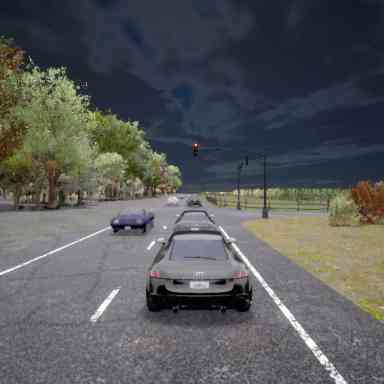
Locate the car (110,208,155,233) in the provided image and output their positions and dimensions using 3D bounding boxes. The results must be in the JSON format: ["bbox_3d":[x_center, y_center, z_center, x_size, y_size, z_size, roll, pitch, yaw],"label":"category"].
[{"bbox_3d":[-3.357,1.606,19.770,1.895,1.301,4.718,0,0,0],"label":"car"}]

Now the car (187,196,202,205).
[{"bbox_3d":[0.321,1.357,52.165,2.097,1.767,4.553,0,0,-4],"label":"car"}]

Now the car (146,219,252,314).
[{"bbox_3d":[0.118,1.566,7.719,1.994,1.385,4.181,0,0,0],"label":"car"}]

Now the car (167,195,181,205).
[{"bbox_3d":[-3.282,1.530,57.622,1.812,1.442,4.674,0,0,0],"label":"car"}]

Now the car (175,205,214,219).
[{"bbox_3d":[0.132,1.568,16.119,1.994,1.385,4.181,0,0,0],"label":"car"}]
